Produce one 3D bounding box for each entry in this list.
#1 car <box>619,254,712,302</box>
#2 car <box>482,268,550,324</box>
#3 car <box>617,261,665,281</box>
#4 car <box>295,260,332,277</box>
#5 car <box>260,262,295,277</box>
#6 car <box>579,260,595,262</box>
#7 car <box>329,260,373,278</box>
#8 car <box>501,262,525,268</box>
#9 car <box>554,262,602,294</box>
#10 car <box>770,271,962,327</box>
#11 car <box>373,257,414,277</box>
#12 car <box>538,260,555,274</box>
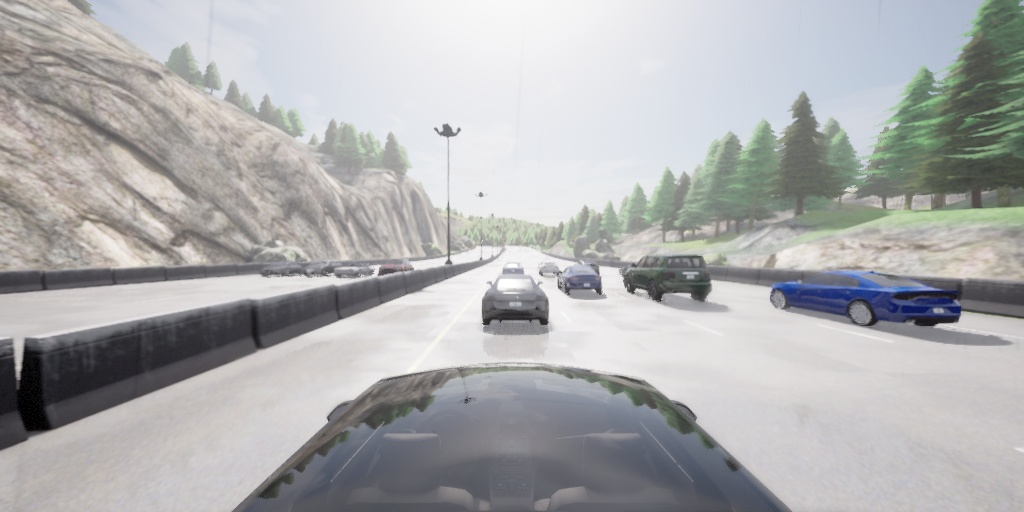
[{"bbox_3d":[7.094,0.920,16.904,2.150,2.045,5.566,0,0,0],"label":"car"},{"bbox_3d":[0.095,1.279,11.803,1.994,1.385,4.181,0,0,0],"label":"car"},{"bbox_3d":[10.590,1.202,29.938,2.033,1.411,5.357,0,0,0],"label":"car"},{"bbox_3d":[-17.604,1.132,33.635,2.128,1.511,4.902,0,0,0],"label":"car"},{"bbox_3d":[-21.104,1.205,33.145,1.994,1.385,4.181,0,0,0],"label":"car"},{"bbox_3d":[7.088,1.130,34.514,2.128,1.511,4.902,0,0,0],"label":"car"},{"bbox_3d":[-14.108,1.245,32.329,1.895,1.301,4.718,0,0,0],"label":"car"},{"bbox_3d":[0.089,1.201,29.827,2.033,1.411,5.357,0,0,0],"label":"car"},{"bbox_3d":[3.593,1.215,19.455,1.812,1.442,4.674,0,0,0],"label":"car"},{"bbox_3d":[10.596,1.195,11.381,1.882,1.535,5.008,0,0,0],"label":"car"},{"bbox_3d":[-10.606,0.994,33.001,2.097,1.767,4.553,0,0,0],"label":"car"},{"bbox_3d":[3.587,1.161,35.558,1.812,1.442,4.674,0,0,0],"label":"car"}]
